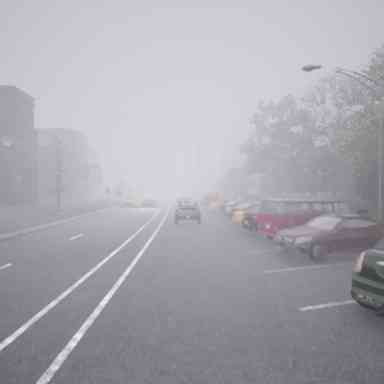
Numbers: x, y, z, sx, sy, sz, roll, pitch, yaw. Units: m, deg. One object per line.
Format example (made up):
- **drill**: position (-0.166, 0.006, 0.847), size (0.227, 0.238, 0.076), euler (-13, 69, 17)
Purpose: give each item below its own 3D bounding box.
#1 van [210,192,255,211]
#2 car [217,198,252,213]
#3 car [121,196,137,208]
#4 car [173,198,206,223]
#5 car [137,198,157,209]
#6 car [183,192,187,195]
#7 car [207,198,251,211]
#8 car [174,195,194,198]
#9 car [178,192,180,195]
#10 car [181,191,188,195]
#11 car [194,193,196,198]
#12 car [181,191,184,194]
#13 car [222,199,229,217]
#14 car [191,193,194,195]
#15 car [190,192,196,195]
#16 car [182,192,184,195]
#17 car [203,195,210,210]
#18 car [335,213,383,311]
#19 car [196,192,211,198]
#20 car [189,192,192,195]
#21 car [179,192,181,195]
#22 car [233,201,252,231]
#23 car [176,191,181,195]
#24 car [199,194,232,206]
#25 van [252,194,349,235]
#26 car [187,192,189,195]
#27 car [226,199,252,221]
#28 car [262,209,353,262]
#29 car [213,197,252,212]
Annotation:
- **van**: position (4.460, 1.168, 32.688), size (4.442, 1.987, 1.878), euler (1, 1, -23)
- **car**: position (4.782, 1.463, 26.817), size (4.674, 1.452, 2.002), euler (0, 1, -22)
- **car**: position (-8.517, 1.352, 45.635), size (1.882, 1.535, 5.008), euler (0, 0, -3)
- **car**: position (-0.359, 1.441, 24.745), size (2.128, 1.511, 4.902), euler (0, 0, -2)
- **car**: position (-5.555, 1.442, 42.947), size (1.994, 1.385, 4.181), euler (0, 0, -3)
- **car**: position (1.254, 1.300, 77.168), size (5.008, 1.535, 2.097), euler (1, 0, -26)
- **car**: position (4.278, 1.411, 38.671), size (4.674, 1.452, 2.002), euler (1, 0, -23)
- **car**: position (-1.202, 1.421, 42.905), size (2.033, 1.411, 5.357), euler (0, 0, -3)
- **car**: position (-0.441, 1.292, 91.931), size (4.892, 1.521, 2.231), euler (1, 1, -27)
- **car**: position (0.768, 1.298, 83.164), size (5.366, 1.575, 1.946), euler (1, 0, -27)
- **car**: position (3.358, 1.326, 53.494), size (4.892, 1.521, 2.231), euler (1, 0, -24)
- **car**: position (0.292, 1.174, 86.040), size (4.553, 1.767, 2.185), euler (1, 0, -27)
- **car**: position (4.898, 1.476, 23.872), size (4.674, 1.452, 2.002), euler (1, 0, -22)
- **car**: position (2.865, 1.342, 59.409), size (4.792, 1.488, 2.163), euler (1, 0, -25)
- **car**: position (2.642, 1.309, 62.384), size (5.008, 1.535, 2.097), euler (1, 0, -25)
- **car**: position (0.922, 1.299, 80.128), size (5.008, 1.535, 2.097), euler (1, 0, -26)
- **car**: position (4.255, 1.377, 35.631), size (5.366, 1.575, 1.946), euler (1, 0, -23)
- **car**: position (5.244, 1.357, 6.039), size (4.553, 1.767, 2.185), euler (1, 0, -21)
- **car**: position (3.969, 1.099, 44.618), size (5.566, 2.045, 2.435), euler (1, 0, -24)
- **car**: position (2.360, 1.179, 65.335), size (4.553, 1.767, 2.185), euler (1, 0, -25)
- **car**: position (-0.092, 1.298, 88.982), size (5.008, 1.535, 2.097), euler (1, 0, -27)
- **car**: position (5.071, 1.458, 17.933), size (5.008, 1.535, 2.097), euler (1, 0, -22)
- **car**: position (-0.797, 1.023, 94.899), size (5.566, 2.045, 2.435), euler (0, 0, -28)
- **car**: position (3.527, 1.206, 50.524), size (4.553, 1.767, 2.185), euler (1, 0, -24)
- **van**: position (5.254, 1.242, 15.009), size (4.442, 1.987, 1.878), euler (1, 0, -21)
- **car**: position (2.131, 1.302, 68.299), size (5.008, 1.535, 2.097), euler (1, 0, -25)
- **car**: position (5.172, 1.447, 20.971), size (5.366, 1.575, 1.946), euler (1, 0, -22)
- **car**: position (5.199, 1.513, 11.990), size (4.674, 1.452, 2.002), euler (1, 0, -21)
- **car**: position (4.688, 1.449, 29.770), size (4.674, 1.452, 2.002), euler (1, 0, -23)
